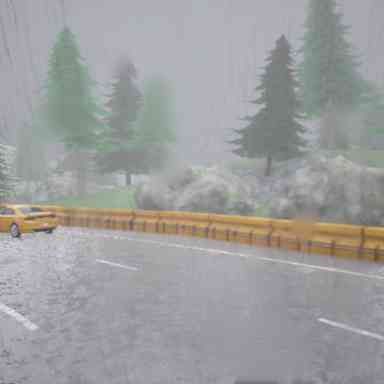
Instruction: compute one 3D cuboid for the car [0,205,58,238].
[{"bbox_3d":[-9.132,1.410,17.371,5.008,1.535,1.882,0,1,33],"label":"car"}]
